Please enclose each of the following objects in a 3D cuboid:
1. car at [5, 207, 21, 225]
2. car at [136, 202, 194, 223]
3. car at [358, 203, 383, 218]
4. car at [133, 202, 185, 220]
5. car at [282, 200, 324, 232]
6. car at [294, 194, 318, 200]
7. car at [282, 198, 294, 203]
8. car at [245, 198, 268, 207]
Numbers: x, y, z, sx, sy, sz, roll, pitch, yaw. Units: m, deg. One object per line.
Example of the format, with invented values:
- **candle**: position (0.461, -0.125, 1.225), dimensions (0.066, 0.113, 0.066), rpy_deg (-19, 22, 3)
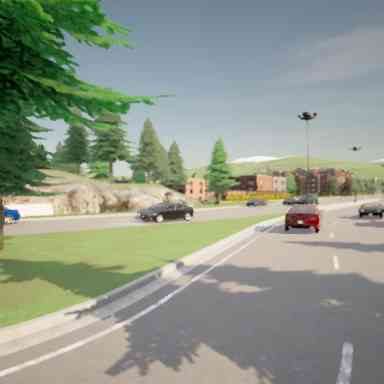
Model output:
- **car**: position (-15.712, 1.733, 25.029), dimensions (5.008, 1.535, 1.882), rpy_deg (0, 0, -39)
- **car**: position (-1.991, 1.657, 27.404), dimensions (4.892, 1.490, 1.837), rpy_deg (-1, 0, -42)
- **car**: position (16.343, 1.616, 30.033), dimensions (1.895, 1.301, 4.718), rpy_deg (-1, 0, 33)
- **car**: position (-3.035, 1.706, 31.208), dimensions (4.674, 1.442, 1.812), rpy_deg (0, -1, -43)
- **car**: position (7.035, 1.523, 20.631), dimensions (1.882, 1.535, 5.008), rpy_deg (-1, 0, 25)
- **car**: position (19.321, 1.332, 55.099), dimensions (2.150, 2.045, 5.566), rpy_deg (-1, 0, 35)
- **car**: position (17.238, 1.708, 58.241), dimensions (1.994, 1.385, 4.181), rpy_deg (-1, 0, 35)
- **car**: position (10.764, 1.731, 55.051), dimensions (2.033, 1.411, 5.357), rpy_deg (-1, 0, 35)
